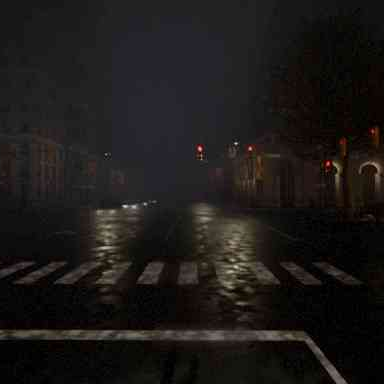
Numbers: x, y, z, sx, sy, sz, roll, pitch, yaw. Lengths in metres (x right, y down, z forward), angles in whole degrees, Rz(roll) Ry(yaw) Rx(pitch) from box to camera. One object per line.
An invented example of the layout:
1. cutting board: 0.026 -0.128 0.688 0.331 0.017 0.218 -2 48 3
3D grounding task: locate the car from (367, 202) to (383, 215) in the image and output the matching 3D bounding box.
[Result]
1. car: 19.573 1.550 32.742 4.181 1.385 1.994 0 0 0

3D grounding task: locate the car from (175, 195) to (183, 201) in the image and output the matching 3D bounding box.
1. car: -3.087 1.417 78.631 2.128 1.511 4.902 0 0 1

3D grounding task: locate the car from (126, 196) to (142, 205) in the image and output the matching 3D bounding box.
1. car: -10.407 1.577 57.467 1.895 1.301 4.718 0 0 0

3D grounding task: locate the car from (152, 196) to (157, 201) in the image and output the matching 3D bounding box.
1. car: -10.022 1.553 83.565 1.895 1.301 4.718 0 0 1

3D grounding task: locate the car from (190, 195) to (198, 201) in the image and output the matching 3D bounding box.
1. car: 0.412 1.417 78.586 2.128 1.511 4.902 0 0 1

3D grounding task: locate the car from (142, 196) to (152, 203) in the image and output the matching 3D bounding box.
1. car: -10.216 1.566 69.114 1.895 1.301 4.718 0 0 1

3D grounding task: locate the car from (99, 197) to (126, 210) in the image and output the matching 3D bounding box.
1. car: -10.703 1.459 43.972 1.882 1.535 5.008 0 0 5
